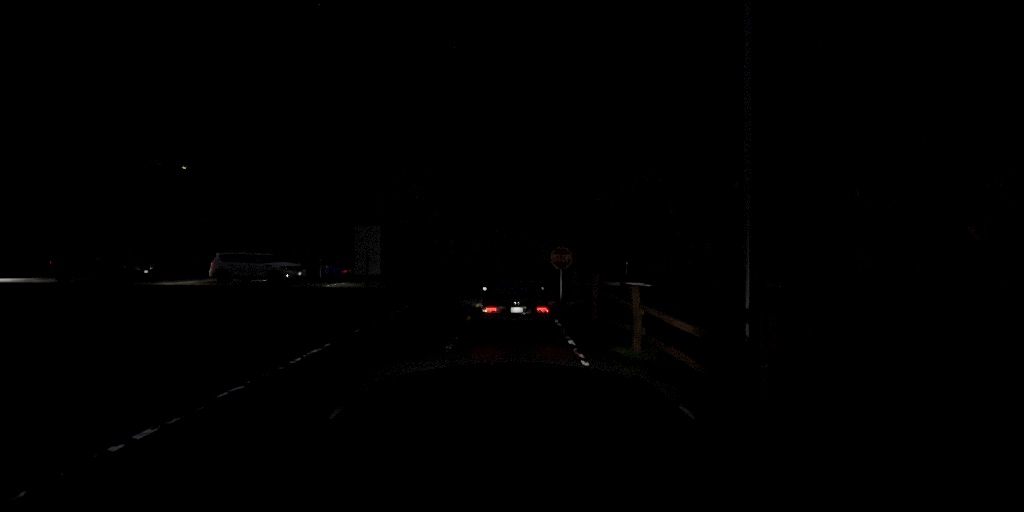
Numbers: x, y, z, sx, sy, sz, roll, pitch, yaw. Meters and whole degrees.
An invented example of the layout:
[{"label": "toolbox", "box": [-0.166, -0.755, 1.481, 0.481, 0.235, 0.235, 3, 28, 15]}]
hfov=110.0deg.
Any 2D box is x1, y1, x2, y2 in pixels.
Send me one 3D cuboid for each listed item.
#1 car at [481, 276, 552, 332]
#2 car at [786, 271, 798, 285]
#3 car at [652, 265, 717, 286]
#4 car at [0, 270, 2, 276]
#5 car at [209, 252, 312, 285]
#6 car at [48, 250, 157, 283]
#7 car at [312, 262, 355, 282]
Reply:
[{"label": "car", "box": [0.064, 1.295, 10.822, 2.033, 1.411, 5.357, 0, 0, -1]}, {"label": "car", "box": [22.434, 1.370, 26.372, 4.553, 1.767, 2.097, 1, 0, 1]}, {"label": "car", "box": [12.910, 1.412, 26.462, 4.892, 1.490, 1.837, 1, 0, 1]}, {"label": "car", "box": [-37.240, 0.869, 24.004, 4.181, 1.385, 1.994, 1, 0, 1]}, {"label": "car", "box": [-16.805, 0.785, 23.789, 5.566, 2.045, 2.150, 1, 0, 1]}, {"label": "car", "box": [-27.170, 0.655, 23.893, 5.566, 2.045, 2.150, 1, 0, -1]}, {"label": "car", "box": [-14.589, 1.126, 26.727, 5.357, 1.411, 2.033, 1, 0, 0]}]
